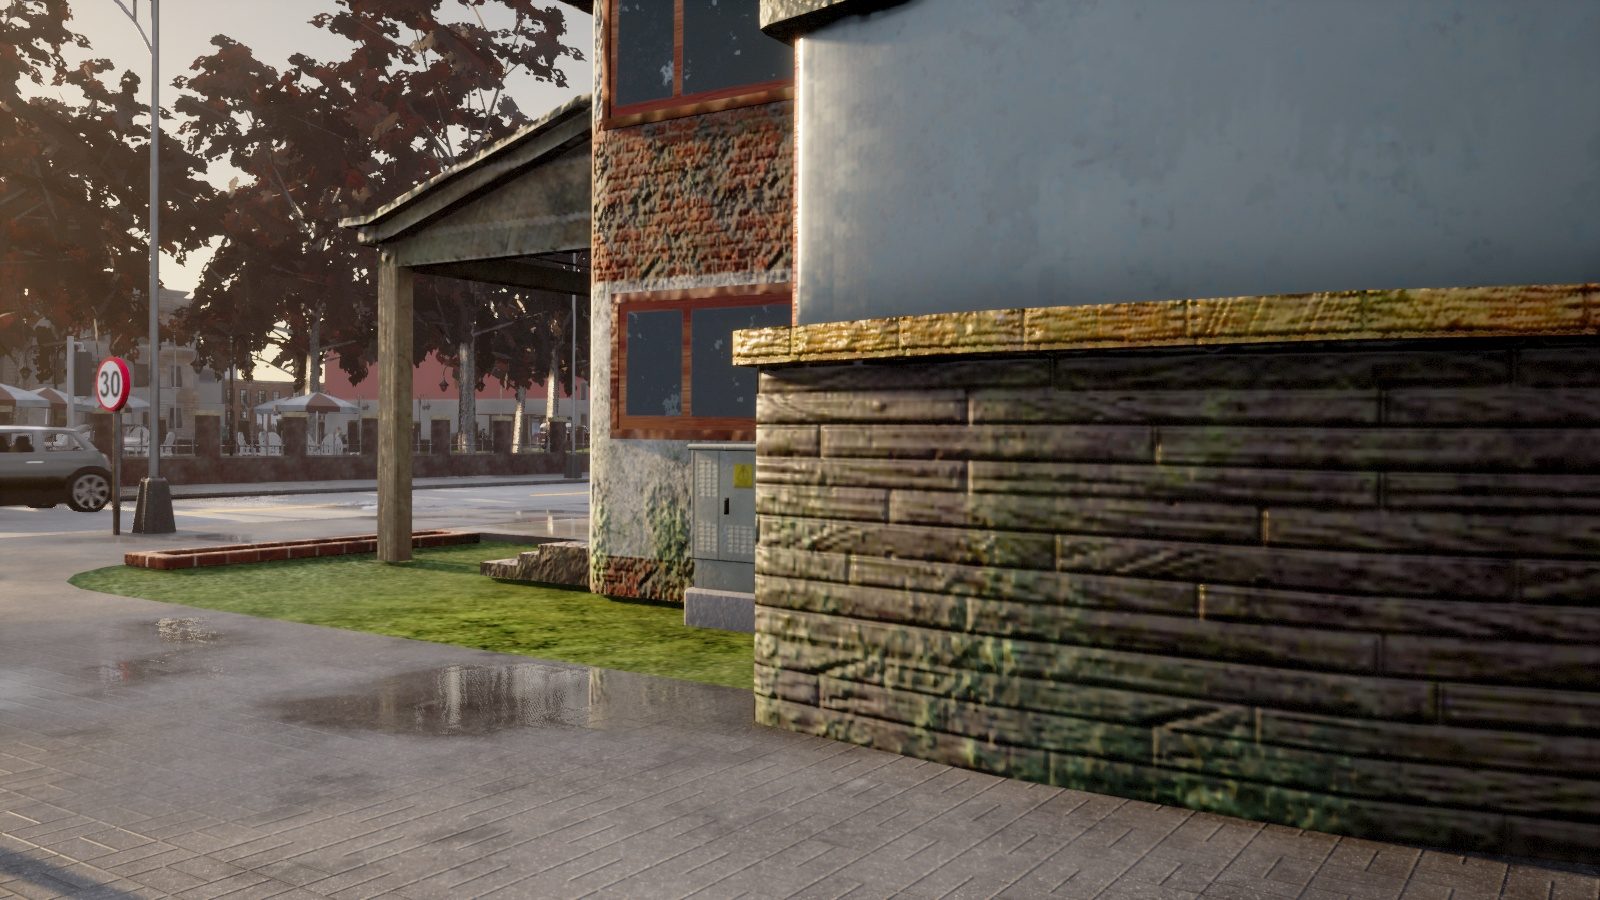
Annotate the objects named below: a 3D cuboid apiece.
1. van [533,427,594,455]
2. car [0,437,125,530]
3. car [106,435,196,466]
[{"bbox_3d":[-18.045,-0.693,96.037,2.069,2.038,4.480,0,1,34],"label":"van"},{"bbox_3d":[-13.554,0.537,20.663,1.970,1.475,3.806,0,1,33],"label":"car"},{"bbox_3d":[-35.743,0.008,69.209,1.851,1.617,3.988,0,1,33],"label":"car"}]
